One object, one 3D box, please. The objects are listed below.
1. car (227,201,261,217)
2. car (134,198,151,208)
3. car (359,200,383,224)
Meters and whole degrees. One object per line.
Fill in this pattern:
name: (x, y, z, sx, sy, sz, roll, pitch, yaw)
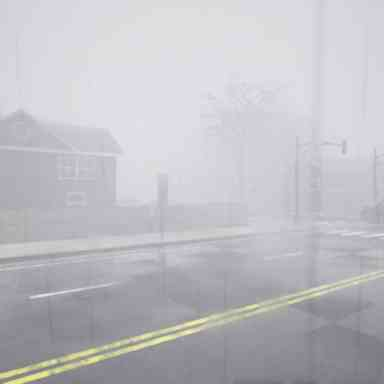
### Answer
car: (4.556, 1.617, 32.621, 2.128, 1.511, 4.902, 0, 0, -35)
car: (-7.813, 1.641, 50.103, 1.882, 1.535, 5.008, 0, 0, -35)
car: (14.335, 1.323, 22.908, 2.150, 2.045, 5.566, 1, -1, -19)
